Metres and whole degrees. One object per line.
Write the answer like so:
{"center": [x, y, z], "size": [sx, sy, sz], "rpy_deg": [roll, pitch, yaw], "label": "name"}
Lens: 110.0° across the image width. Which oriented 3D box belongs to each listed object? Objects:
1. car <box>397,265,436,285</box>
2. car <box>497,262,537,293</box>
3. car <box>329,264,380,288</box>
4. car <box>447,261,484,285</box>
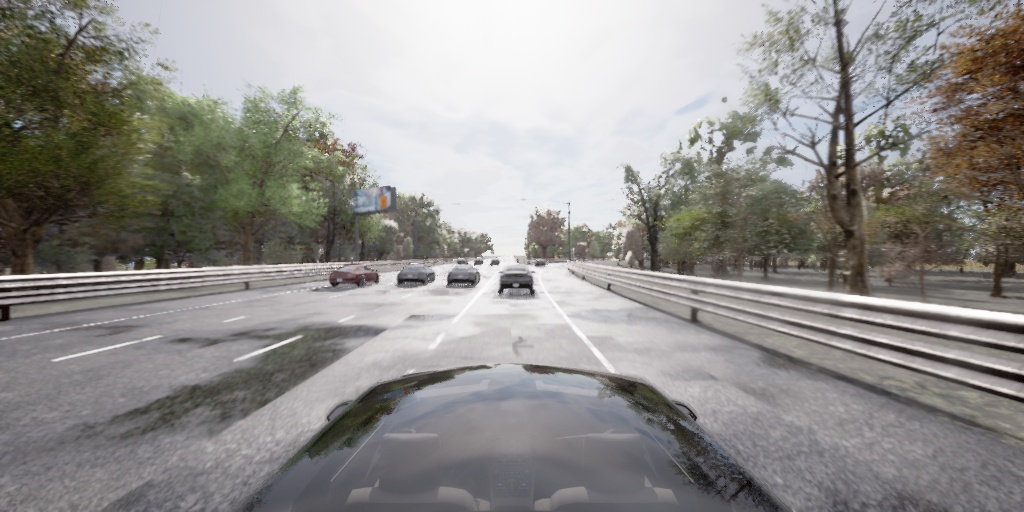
{"center": [-6.901, 1.313, 26.240], "size": [1.994, 1.385, 4.181], "rpy_deg": [0, 0, 0], "label": "car"}
{"center": [0.284, 1.251, 20.532], "size": [1.837, 1.490, 4.892], "rpy_deg": [0, -1, 2], "label": "car"}
{"center": [-10.399, 1.274, 23.919], "size": [1.812, 1.442, 4.674], "rpy_deg": [0, 0, 0], "label": "car"}
{"center": [-3.402, 1.313, 25.755], "size": [1.994, 1.385, 4.181], "rpy_deg": [0, 0, 0], "label": "car"}
